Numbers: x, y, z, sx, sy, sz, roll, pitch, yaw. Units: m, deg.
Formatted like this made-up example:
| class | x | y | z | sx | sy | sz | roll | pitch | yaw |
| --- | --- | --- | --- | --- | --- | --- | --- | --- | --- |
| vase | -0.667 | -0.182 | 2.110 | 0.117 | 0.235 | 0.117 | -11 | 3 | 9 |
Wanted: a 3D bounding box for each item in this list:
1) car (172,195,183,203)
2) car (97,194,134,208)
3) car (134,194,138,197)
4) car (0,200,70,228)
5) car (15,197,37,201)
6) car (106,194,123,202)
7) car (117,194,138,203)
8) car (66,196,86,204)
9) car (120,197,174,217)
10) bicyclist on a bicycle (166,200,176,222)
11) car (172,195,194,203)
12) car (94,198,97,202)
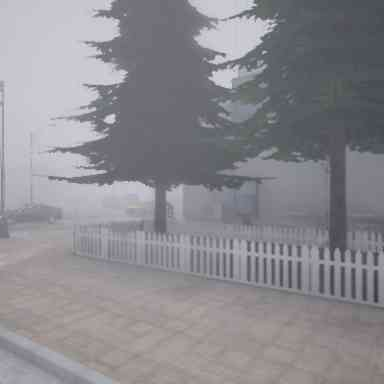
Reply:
| class | x | y | z | sx | sy | sz | roll | pitch | yaw |
| --- | --- | --- | --- | --- | --- | --- | --- | --- | --- |
| car | -2.059 | 1.319 | 60.312 | 5.027 | 1.636 | 2.152 | 0 | 0 | 36 |
| car | -10.974 | 1.262 | 47.382 | 4.605 | 1.855 | 1.932 | 0 | 0 | 36 |
| car | -9.596 | 1.243 | 49.973 | 3.866 | 1.878 | 1.905 | 0 | 0 | 36 |
| car | -11.573 | 1.580 | 23.397 | 2.128 | 1.511 | 4.902 | 0 | 0 | 36 |
| car | -28.090 | 1.568 | 55.390 | 3.633 | 1.501 | 1.845 | 0 | 0 | 36 |
| car | -18.680 | 1.356 | 80.379 | 3.866 | 1.878 | 1.905 | 0 | 0 | 36 |
| car | -14.258 | 1.341 | 73.088 | 4.605 | 1.855 | 1.932 | 0 | 0 | 36 |
| car | -22.169 | 1.546 | 63.441 | 4.514 | 1.523 | 2.007 | 0 | 0 | 36 |
| car | -4.386 | 1.565 | 33.243 | 1.882 | 1.535 | 5.008 | 0 | 0 | 36 |
| bicyclist on a bicycle | -1.825 | 1.355 | 24.057 | 1.656 | 1.620 | 0.582 | -1 | 0 | 36 |
| car | -2.079 | 1.496 | 72.800 | 4.514 | 1.523 | 2.007 | 0 | 0 | 36 |
| car | -21.131 | 1.643 | 78.052 | 3.806 | 1.475 | 1.970 | 0 | 0 | 36 |
